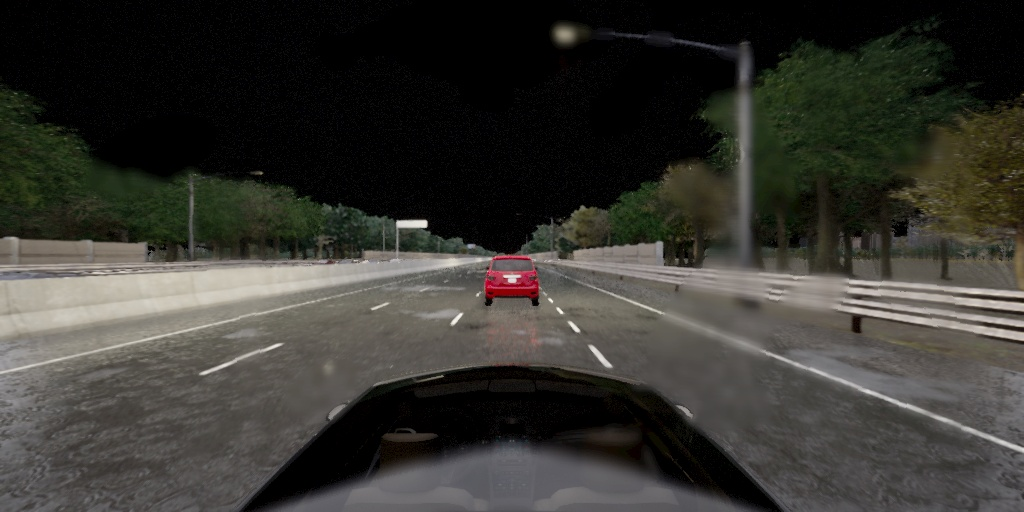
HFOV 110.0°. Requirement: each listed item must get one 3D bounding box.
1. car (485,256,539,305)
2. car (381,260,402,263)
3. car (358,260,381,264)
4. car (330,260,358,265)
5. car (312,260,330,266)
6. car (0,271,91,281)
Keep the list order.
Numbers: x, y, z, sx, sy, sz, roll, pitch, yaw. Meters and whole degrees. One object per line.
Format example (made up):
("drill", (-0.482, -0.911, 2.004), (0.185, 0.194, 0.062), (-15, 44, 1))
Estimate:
("car", (0.001, 1.020, 16.125), (2.150, 2.045, 5.566), (0, 0, 0))
("car", (-17.549, 1.322, 53.785), (1.812, 1.442, 4.674), (0, 0, 1))
("car", (-21.031, 1.346, 55.016), (2.033, 1.411, 5.357), (0, 0, 1))
("car", (-24.533, 1.344, 53.766), (2.033, 1.411, 5.357), (0, 0, 1))
("car", (-28.037, 1.322, 53.755), (1.812, 1.442, 4.674), (0, 0, 1))
("car", (-17.600, 1.304, 13.205), (2.033, 1.411, 5.357), (0, 0, 0))
